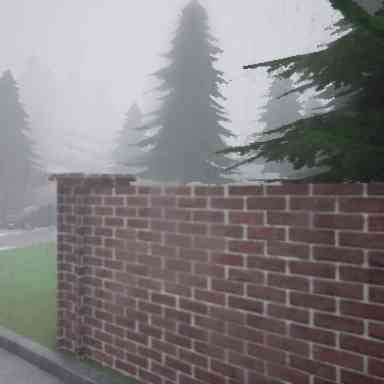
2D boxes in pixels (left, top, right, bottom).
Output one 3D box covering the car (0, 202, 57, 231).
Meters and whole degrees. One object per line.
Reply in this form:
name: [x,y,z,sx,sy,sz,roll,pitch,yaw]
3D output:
car: [-8.701,1.385,19.618,1.837,1.490,4.892,0,0,35]
